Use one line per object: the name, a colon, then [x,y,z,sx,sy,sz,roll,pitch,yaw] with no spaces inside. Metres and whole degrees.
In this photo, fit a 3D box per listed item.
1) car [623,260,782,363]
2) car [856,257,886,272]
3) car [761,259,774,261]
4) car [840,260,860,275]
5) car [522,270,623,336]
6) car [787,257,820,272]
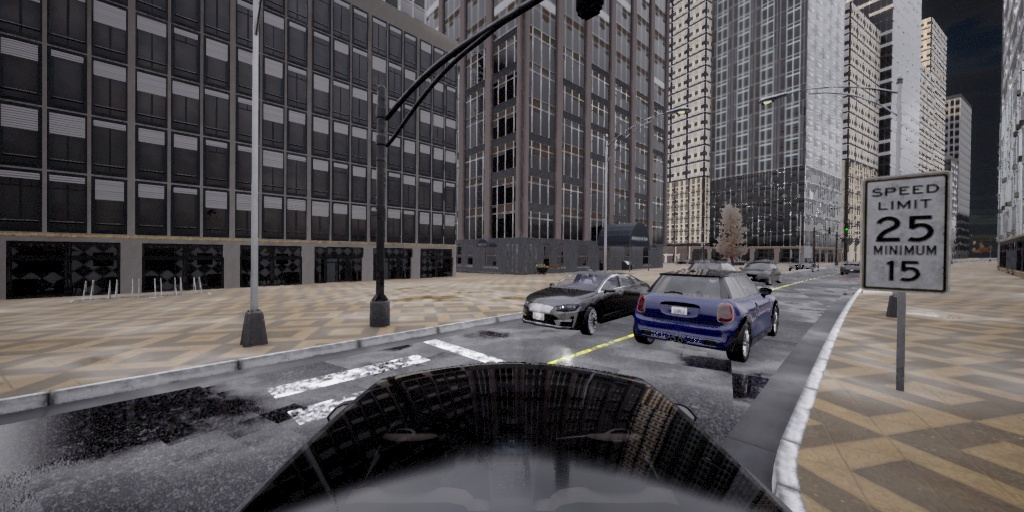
car: [4.773,1.089,8.537,2.097,1.767,4.553,1,1,45]
car: [44.277,1.010,44.183,4.553,1.767,2.097,0,1,-39]
car: [17.106,1.175,24.753,4.892,1.490,1.837,0,1,-43]
car: [34.486,1.172,36.012,4.902,1.511,2.128,0,1,-41]
car: [2.353,1.189,10.431,2.128,1.511,4.902,1,1,44]
car: [28.378,0.816,34.852,4.181,1.385,1.994,0,1,-41]
